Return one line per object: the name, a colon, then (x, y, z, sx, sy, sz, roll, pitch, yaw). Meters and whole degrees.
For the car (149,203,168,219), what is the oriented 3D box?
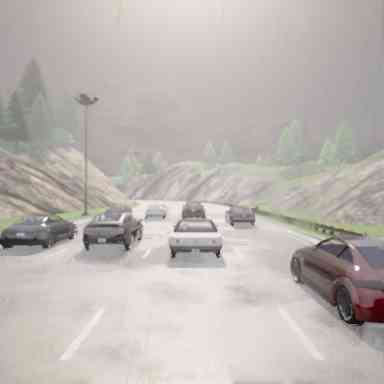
car: (-3.394, 1.798, 32.170, 1.812, 1.442, 4.674, 0, 0, 0)

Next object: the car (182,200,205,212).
car: (0.125, 1.613, 30.838, 2.097, 1.767, 4.553, 0, 0, 0)

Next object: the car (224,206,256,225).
car: (3.653, 1.766, 25.747, 2.033, 1.411, 5.357, 0, 0, 0)

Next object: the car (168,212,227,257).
car: (0.140, 1.716, 13.513, 1.895, 1.301, 4.718, 0, 0, 0)

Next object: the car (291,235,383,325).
car: (3.611, 1.626, 7.225, 1.994, 1.385, 4.181, 0, 0, 0)

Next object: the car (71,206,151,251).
car: (-3.353, 1.618, 14.839, 2.128, 1.511, 4.902, 0, 0, 0)

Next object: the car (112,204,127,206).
car: (-6.879, 1.833, 31.771, 1.994, 1.385, 4.181, 0, 0, 0)

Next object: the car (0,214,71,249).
car: (-6.850, 1.694, 15.322, 1.994, 1.385, 4.181, 0, 0, 0)
